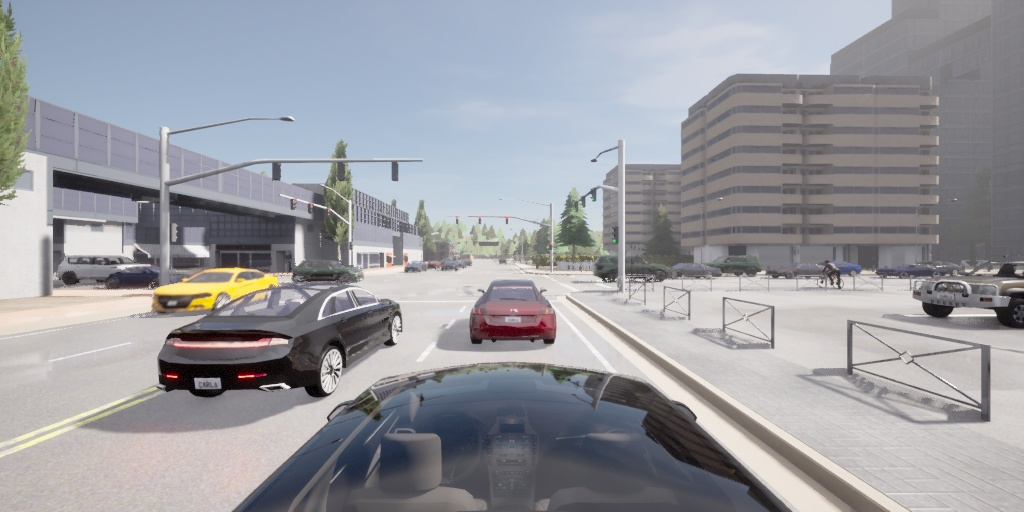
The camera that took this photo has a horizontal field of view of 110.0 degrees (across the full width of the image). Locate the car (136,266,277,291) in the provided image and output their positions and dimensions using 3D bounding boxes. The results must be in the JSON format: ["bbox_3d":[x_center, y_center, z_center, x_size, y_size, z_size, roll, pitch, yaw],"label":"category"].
[{"bbox_3d":[-11.104,1.228,13.877,1.882,1.535,5.008,1,0,-7],"label":"car"}]

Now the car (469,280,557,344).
[{"bbox_3d":[0.012,1.314,9.576,1.994,1.385,4.181,0,0,0],"label":"car"}]

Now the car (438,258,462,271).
[{"bbox_3d":[-8.359,1.314,48.890,1.994,1.385,4.181,0,0,-2],"label":"car"}]

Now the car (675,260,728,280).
[{"bbox_3d":[15.238,1.297,31.129,5.357,1.411,2.033,0,0,-2],"label":"car"}]

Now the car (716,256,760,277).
[{"bbox_3d":[21.092,0.972,34.806,5.566,2.045,2.150,0,0,-2],"label":"car"}]

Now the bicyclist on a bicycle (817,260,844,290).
[{"bbox_3d":[17.929,1.052,20.221,0.582,1.620,1.656,0,0,-2],"label":"bicyclist on a bicycle"}]

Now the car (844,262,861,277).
[{"bbox_3d":[31.118,1.228,35.097,5.008,1.535,1.882,0,0,-2],"label":"car"}]

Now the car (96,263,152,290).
[{"bbox_3d":[-22.244,1.313,22.134,4.181,1.385,1.994,0,0,-1],"label":"car"}]

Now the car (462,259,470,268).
[{"bbox_3d":[-8.622,1.297,59.187,2.033,1.411,5.357,0,0,-1],"label":"car"}]

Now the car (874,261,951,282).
[{"bbox_3d":[35.171,1.351,31.708,4.718,1.301,1.895,0,0,-2],"label":"car"}]

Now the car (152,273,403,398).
[{"bbox_3d":[-3.473,1.242,6.518,2.128,1.511,4.902,0,0,0],"label":"car"}]

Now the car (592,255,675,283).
[{"bbox_3d":[8.954,0.971,27.223,5.566,2.045,2.150,0,0,-2],"label":"car"}]

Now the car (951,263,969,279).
[{"bbox_3d":[41.233,1.255,35.359,4.892,1.490,1.837,0,0,-1],"label":"car"}]

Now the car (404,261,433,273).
[{"bbox_3d":[-11.762,1.297,44.435,2.033,1.411,5.357,0,0,-1],"label":"car"}]

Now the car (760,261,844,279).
[{"bbox_3d":[25.308,1.297,31.428,5.357,1.411,2.033,0,0,-2],"label":"car"}]

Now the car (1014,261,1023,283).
[{"bbox_3d":[43.311,1.314,28.308,4.181,1.385,1.994,0,0,-1],"label":"car"}]

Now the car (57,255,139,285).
[{"bbox_3d":[-28.613,0.972,25.492,5.566,2.045,2.150,0,0,-1],"label":"car"}]

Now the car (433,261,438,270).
[{"bbox_3d":[-11.997,1.351,54.020,1.895,1.301,4.718,0,0,-1],"label":"car"}]

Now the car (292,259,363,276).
[{"bbox_3d":[-13.201,1.101,25.937,4.553,1.767,2.097,0,0,-2],"label":"car"}]
